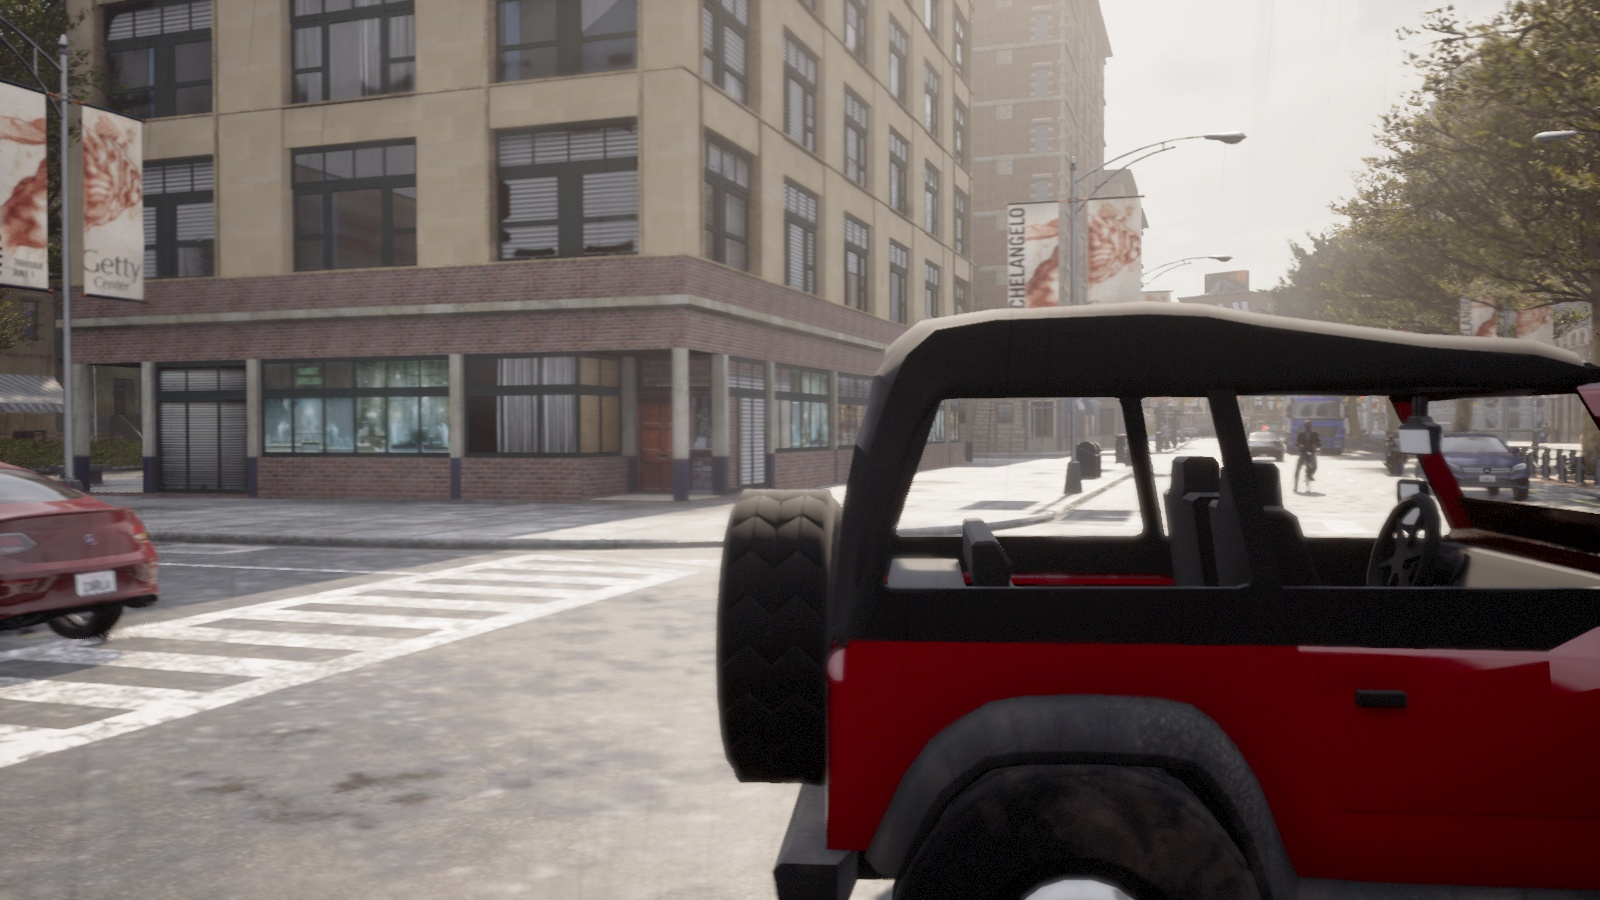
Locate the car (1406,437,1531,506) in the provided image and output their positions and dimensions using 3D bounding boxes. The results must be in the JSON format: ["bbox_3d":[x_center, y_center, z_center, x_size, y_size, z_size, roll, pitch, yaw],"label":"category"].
[{"bbox_3d":[15.539,0.440,29.410,1.812,1.442,4.674,1,1,18],"label":"car"}]

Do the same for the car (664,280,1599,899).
[{"bbox_3d":[1.712,0.572,3.559,3.866,1.878,1.905,0,1,5],"label":"car"}]

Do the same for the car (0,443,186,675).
[{"bbox_3d":[-7.098,0.677,9.275,4.674,1.442,1.812,1,1,19],"label":"car"}]
